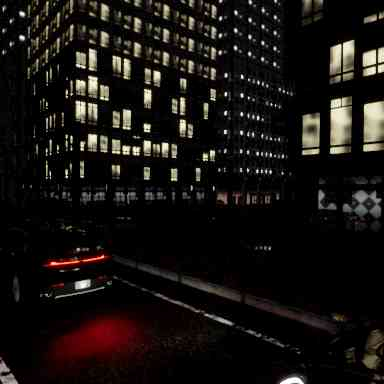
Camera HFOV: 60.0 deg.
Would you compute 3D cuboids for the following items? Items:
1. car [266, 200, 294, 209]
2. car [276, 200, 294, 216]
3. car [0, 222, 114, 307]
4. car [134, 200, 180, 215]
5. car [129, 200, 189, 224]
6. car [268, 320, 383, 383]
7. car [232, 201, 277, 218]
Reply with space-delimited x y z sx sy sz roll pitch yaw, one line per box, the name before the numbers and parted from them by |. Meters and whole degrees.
car | 13.526 1.881 51.125 4.313 1.339 1.947 1 0 -40
car | 10.342 1.935 37.447 4.206 1.307 1.802 1 0 -40
car | -3.659 1.501 8.115 1.837 1.490 4.892 0 0 -41
car | -3.813 1.647 36.439 4.829 1.417 1.752 1 0 -40
car | -2.566 1.523 26.511 5.009 1.841 2.192 1 0 -40
car | 2.426 1.352 1.325 2.097 1.767 4.553 0 0 -41
car | 6.168 1.832 33.911 4.829 1.417 1.752 1 0 -40
